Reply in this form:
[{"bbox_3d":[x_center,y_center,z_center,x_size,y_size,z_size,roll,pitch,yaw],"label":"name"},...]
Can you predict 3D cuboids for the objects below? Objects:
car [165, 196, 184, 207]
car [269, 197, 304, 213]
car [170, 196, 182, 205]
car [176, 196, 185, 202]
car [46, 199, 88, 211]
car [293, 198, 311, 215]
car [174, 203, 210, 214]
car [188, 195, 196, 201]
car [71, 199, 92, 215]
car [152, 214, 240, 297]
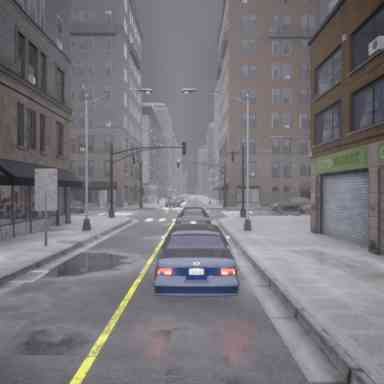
[{"bbox_3d":[-2.811,1.349,49.799,2.097,1.767,4.553,0,0,1],"label":"car"},{"bbox_3d":[10.885,1.352,36.641,4.553,1.767,2.097,0,0,0],"label":"car"},{"bbox_3d":[-2.759,1.524,58.528,1.812,1.442,4.674,0,0,0],"label":"car"},{"bbox_3d":[-2.655,1.596,78.845,1.895,1.301,4.718,0,0,0],"label":"car"},{"bbox_3d":[-14.698,1.538,39.244,4.313,1.339,1.947,0,0,0],"label":"car"},{"bbox_3d":[12.936,1.577,33.685,4.181,1.385,1.994,0,0,0],"label":"car"},{"bbox_3d":[0.085,1.562,19.315,1.994,1.385,4.181,0,0,1],"label":"car"},{"bbox_3d":[0.097,1.526,81.085,1.812,1.442,4.674,0,0,0],"label":"car"},{"bbox_3d":[-13.034,1.544,33.753,5.357,1.411,2.033,0,0,1],"label":"car"},{"bbox_3d":[0.093,1.546,8.768,2.033,1.411,5.357,0,0,0],"label":"car"}]
